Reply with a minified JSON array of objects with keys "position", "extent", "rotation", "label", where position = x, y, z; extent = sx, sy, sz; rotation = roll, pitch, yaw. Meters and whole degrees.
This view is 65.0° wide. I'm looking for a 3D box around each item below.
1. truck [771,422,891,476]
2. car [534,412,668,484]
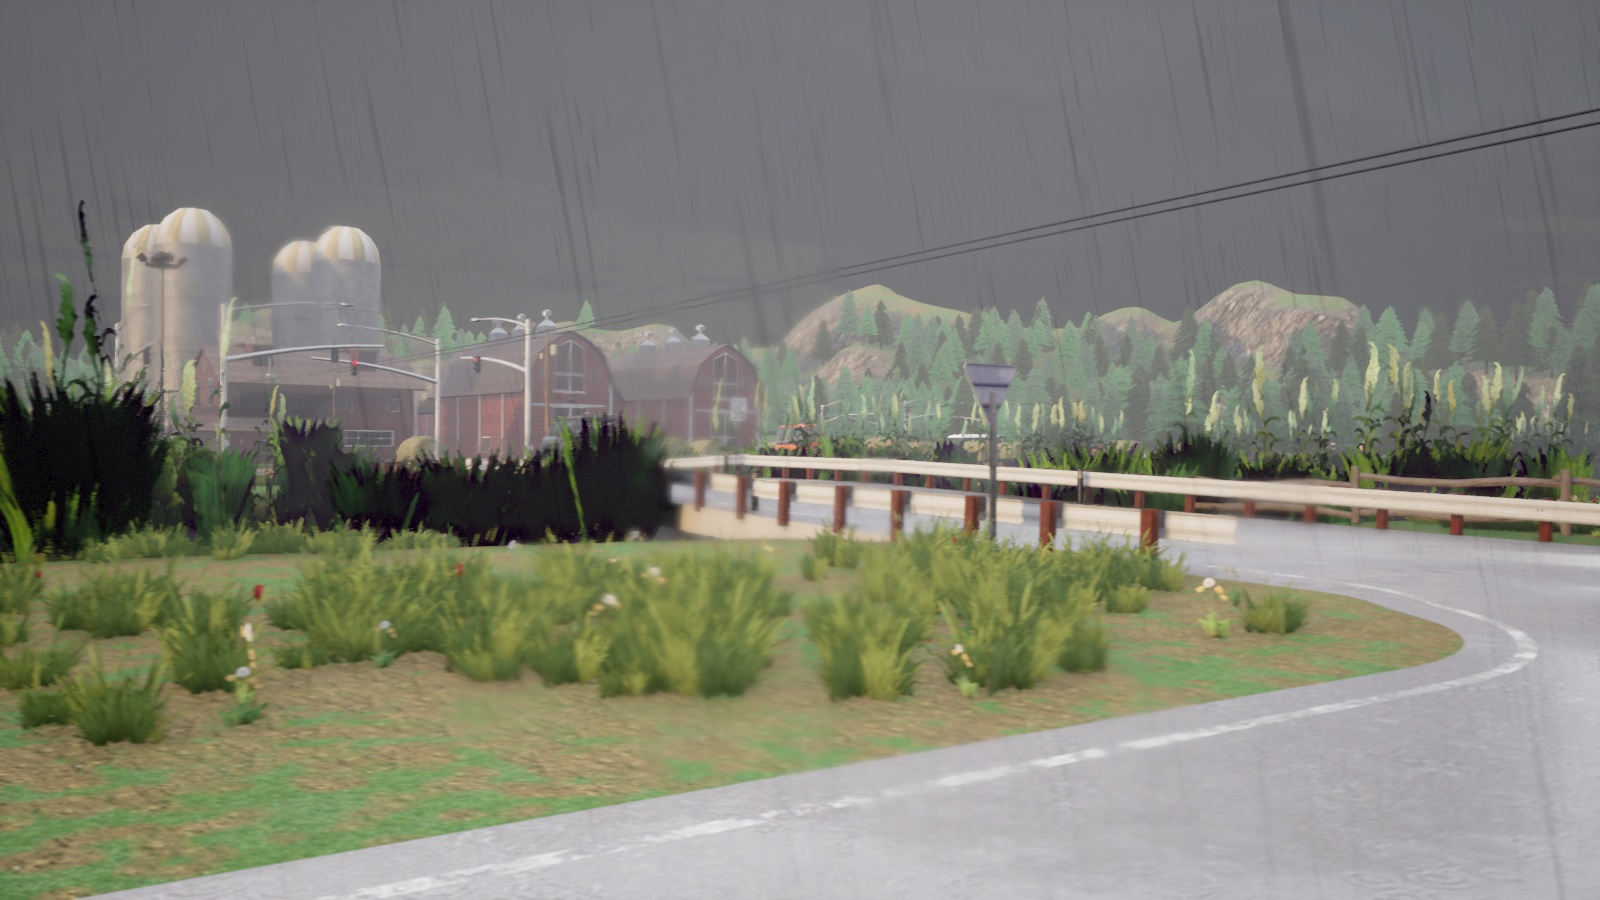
[{"position":[2.138,-0.072,83.595],"extent":[7.936,3.462,2.891],"rotation":[0,0,-38],"label":"truck"},{"position":[-5.562,-0.057,34.629],"extent":[1.932,1.855,4.605],"rotation":[0,0,-33],"label":"car"}]
